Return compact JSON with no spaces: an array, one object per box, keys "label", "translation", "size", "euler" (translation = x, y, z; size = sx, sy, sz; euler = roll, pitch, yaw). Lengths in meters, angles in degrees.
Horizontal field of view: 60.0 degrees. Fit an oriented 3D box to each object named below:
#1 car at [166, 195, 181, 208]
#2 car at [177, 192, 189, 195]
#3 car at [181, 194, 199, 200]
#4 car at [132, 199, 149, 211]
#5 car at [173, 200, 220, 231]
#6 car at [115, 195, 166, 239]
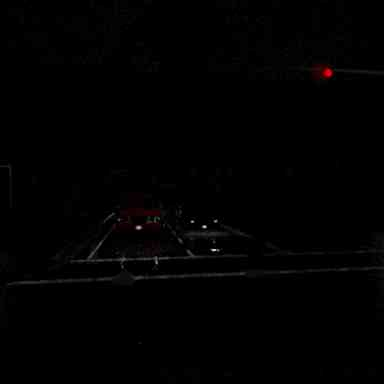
[{"label":"car","translation":[-2.797,1.418,41.421],"size":[1.812,1.442,4.674],"euler":[0,0,-8]},{"label":"car","translation":[-1.584,1.047,57.399],"size":[2.150,2.045,5.566],"euler":[0,0,-9]},{"label":"car","translation":[0.002,1.400,47.145],"size":[2.033,1.411,5.357],"euler":[0,0,-8]},{"label":"car","translation":[-6.120,1.520,39.939],"size":[1.895,1.301,4.718],"euler":[0,0,-8]},{"label":"car","translation":[0.289,1.495,20.729],"size":[2.033,1.411,5.357],"euler":[0,0,-9]},{"label":"car","translation":[-2.783,1.196,17.614],"size":[2.150,2.045,5.566],"euler":[0,1,-9]}]
